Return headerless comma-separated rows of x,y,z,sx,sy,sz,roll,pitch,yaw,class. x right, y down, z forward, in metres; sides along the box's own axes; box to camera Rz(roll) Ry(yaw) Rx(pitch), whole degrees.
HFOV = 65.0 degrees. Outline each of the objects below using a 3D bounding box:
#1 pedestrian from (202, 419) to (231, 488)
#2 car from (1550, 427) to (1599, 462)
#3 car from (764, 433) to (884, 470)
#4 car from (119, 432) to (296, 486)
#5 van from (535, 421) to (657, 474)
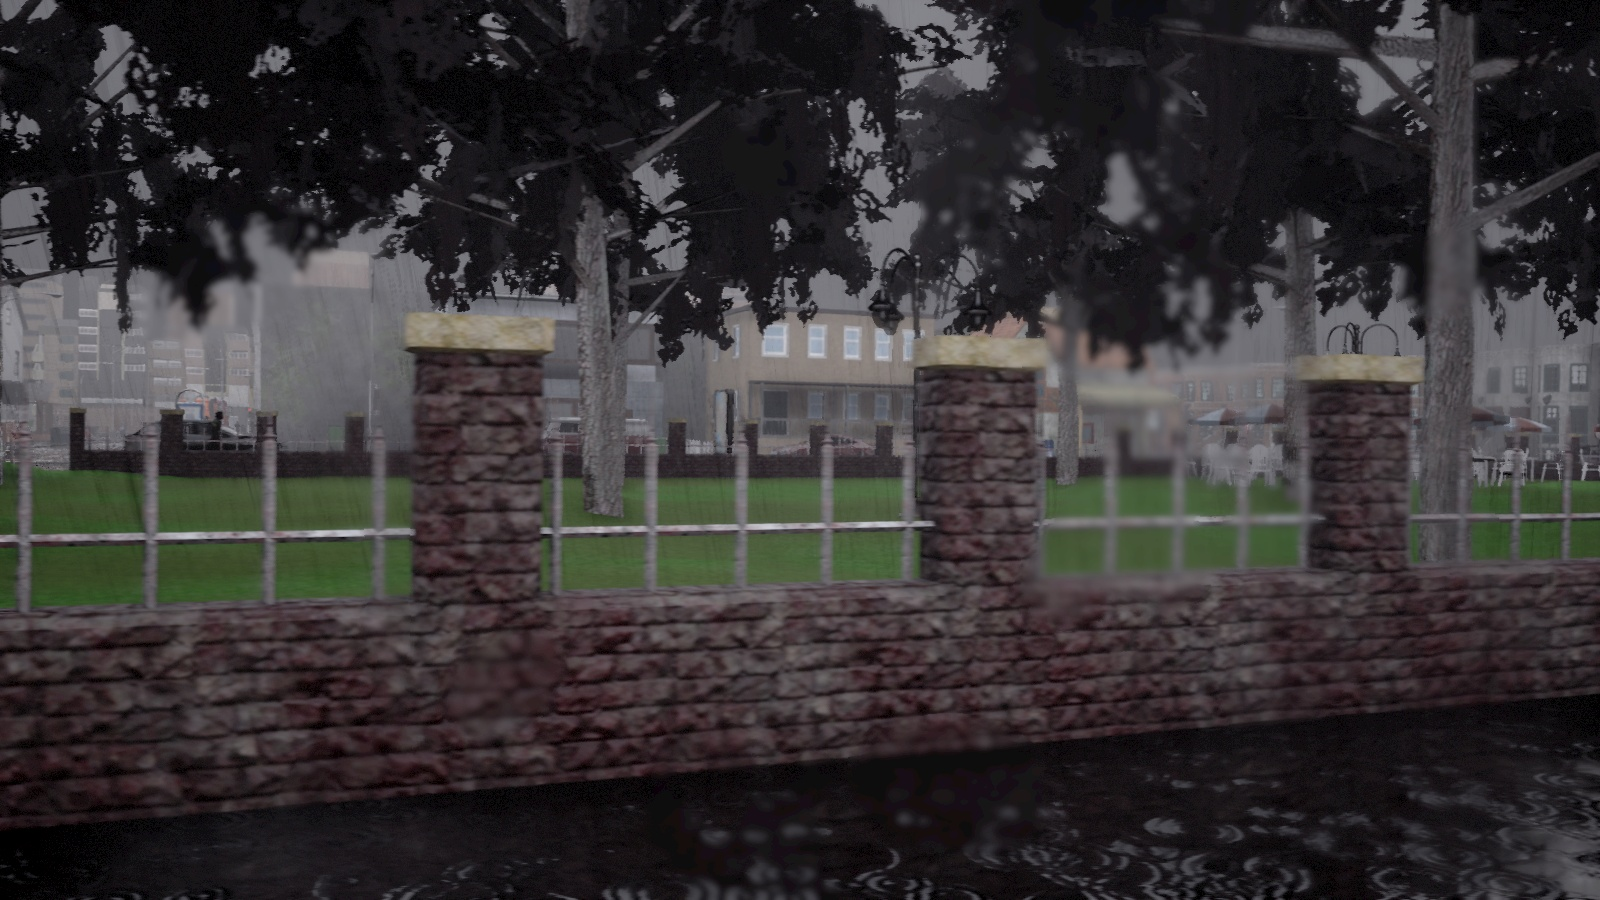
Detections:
-16.672,0.095,35.901,0.692,1.930,0.395,-1,1,-20,pedestrian
35.353,-0.248,54.770,1.816,1.474,4.193,-1,1,-31,car
1.022,0.039,52.593,4.674,1.442,1.812,-1,1,-21,car
-19.111,0.262,40.722,4.856,1.649,2.033,-1,1,-14,car
-7.980,-0.120,49.176,4.442,1.987,1.775,-1,1,-21,van
